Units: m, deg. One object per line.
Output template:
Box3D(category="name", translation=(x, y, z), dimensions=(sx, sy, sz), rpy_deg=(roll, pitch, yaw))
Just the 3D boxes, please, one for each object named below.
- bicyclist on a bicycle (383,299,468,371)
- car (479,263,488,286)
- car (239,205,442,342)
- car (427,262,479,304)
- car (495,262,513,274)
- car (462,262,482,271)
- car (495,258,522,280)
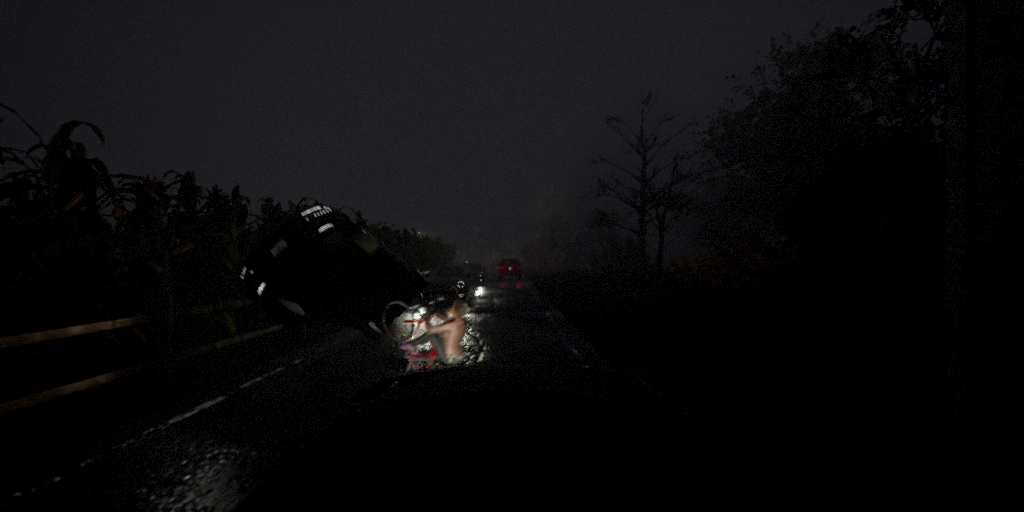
Box3D(category="bicyclist on a bicycle", translation=(-1.226, 1.233, 5.375), dimensions=(1.620, 1.656, 0.582), rpy_deg=(-33, -13, 25))
Box3D(category="car", translation=(-3.036, 1.296, 27.446), dimensions=(2.097, 1.767, 4.553), rpy_deg=(0, 0, 0))
Box3D(category="car", translation=(-3.375, 0.446, 7.562), dimensions=(1.535, 1.882, 5.008), rpy_deg=(39, -11, 14))
Box3D(category="car", translation=(-2.970, 1.218, 17.113), dimensions=(2.097, 1.767, 4.553), rpy_deg=(0, 0, 0))
Box3D(category="car", translation=(-1.122, 1.581, 48.890), dimensions=(1.837, 1.490, 4.892), rpy_deg=(0, 0, -8))
Box3D(category="car", translation=(-6.680, 1.665, 59.231), dimensions=(2.033, 1.411, 5.357), rpy_deg=(0, 0, -20))
Box3D(category="car", translation=(-0.187, 1.214, 34.448), dimensions=(2.150, 2.045, 5.566), rpy_deg=(0, 0, -1))
